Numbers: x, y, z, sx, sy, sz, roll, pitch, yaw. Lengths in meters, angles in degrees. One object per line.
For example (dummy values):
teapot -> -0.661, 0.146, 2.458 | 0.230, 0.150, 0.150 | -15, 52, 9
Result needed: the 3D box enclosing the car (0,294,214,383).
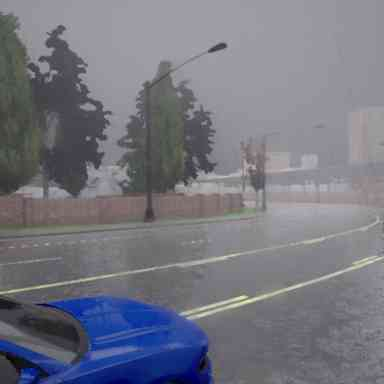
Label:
car -> -2.093, 1.481, 2.392 | 5.008, 1.535, 1.882 | 0, 0, -36
